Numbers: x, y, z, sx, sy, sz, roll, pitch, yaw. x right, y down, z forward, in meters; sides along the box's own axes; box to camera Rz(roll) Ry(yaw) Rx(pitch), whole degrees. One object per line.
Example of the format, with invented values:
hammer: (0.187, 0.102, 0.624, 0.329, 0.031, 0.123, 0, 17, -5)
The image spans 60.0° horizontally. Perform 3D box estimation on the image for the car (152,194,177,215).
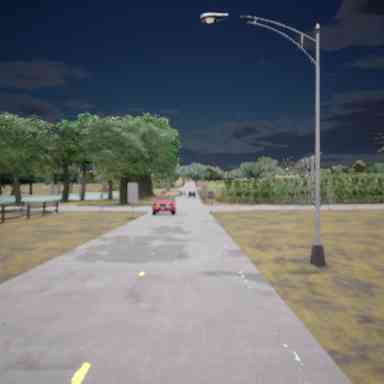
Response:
car: (-2.743, 1.206, 33.970, 2.150, 2.045, 5.566, 0, 0, 0)

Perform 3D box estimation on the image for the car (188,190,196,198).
car: (0.023, 0.546, 90.688, 2.150, 2.045, 5.566, 0, 1, 0)
